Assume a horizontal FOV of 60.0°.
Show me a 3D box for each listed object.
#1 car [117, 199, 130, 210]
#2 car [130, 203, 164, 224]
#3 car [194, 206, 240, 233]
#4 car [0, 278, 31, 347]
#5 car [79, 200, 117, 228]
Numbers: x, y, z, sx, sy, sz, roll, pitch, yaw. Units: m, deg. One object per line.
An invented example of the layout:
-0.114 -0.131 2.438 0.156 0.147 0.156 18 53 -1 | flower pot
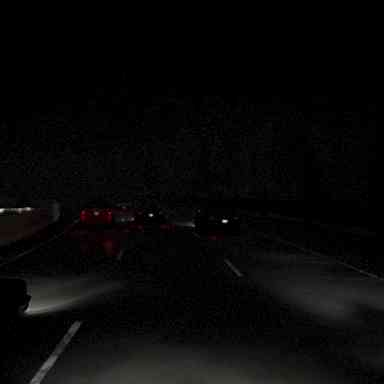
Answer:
-8.869 1.569 41.219 1.895 1.301 4.718 0 0 -23 | car
-3.231 1.541 24.505 1.994 1.385 4.181 0 0 -13 | car
1.401 1.538 19.832 1.994 1.385 4.181 0 0 -10 | car
-3.563 1.550 3.187 2.033 1.411 5.357 0 0 -2 | car
-6.303 1.337 22.391 2.097 1.767 4.553 0 0 -13 | car
